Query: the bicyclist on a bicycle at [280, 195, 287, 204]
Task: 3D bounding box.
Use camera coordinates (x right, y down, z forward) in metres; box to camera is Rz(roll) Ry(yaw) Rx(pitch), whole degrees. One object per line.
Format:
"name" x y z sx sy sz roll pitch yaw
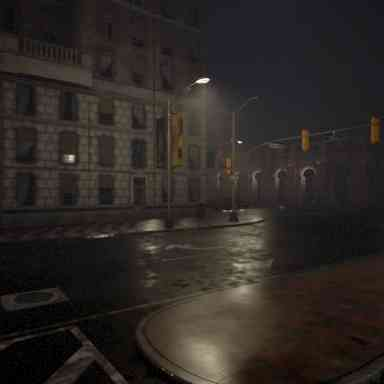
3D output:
"bicyclist on a bicycle" 15.552 1.300 56.504 1.656 1.620 0.582 0 0 -36

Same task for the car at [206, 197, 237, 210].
"car" 2.929 1.547 43.285 2.033 1.411 5.357 0 0 -36

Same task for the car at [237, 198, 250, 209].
"car" 5.729 1.505 45.396 1.837 1.490 4.892 0 0 -36
